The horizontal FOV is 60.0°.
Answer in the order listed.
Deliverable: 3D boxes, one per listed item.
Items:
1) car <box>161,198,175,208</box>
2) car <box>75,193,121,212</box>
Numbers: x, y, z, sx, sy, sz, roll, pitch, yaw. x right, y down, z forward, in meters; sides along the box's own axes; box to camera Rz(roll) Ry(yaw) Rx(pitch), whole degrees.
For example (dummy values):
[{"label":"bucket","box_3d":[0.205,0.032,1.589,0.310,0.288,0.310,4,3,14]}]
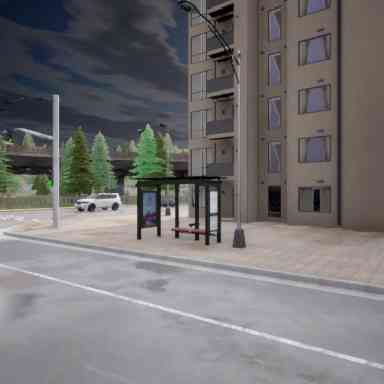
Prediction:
[{"label":"car","box_3d":[-4.240,1.492,46.452,2.033,1.411,5.357,0,0,44]},{"label":"car","box_3d":[-10.742,1.166,38.486,2.150,2.045,5.566,0,0,37]}]
